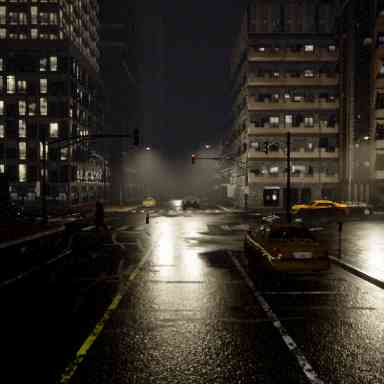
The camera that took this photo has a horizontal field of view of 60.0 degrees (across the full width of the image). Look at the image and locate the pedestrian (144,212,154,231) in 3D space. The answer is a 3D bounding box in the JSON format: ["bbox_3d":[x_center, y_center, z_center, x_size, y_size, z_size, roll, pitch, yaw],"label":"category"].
[{"bbox_3d":[-2.527,1.289,19.227,0.375,1.860,0.375,-1,1,0],"label":"pedestrian"}]

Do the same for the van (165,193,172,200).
[{"bbox_3d":[-6.512,1.325,93.465,1.690,1.788,3.998,-1,0,0],"label":"van"}]

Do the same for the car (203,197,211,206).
[{"bbox_3d":[2.214,1.539,53.957,2.008,1.369,4.403,-1,0,0],"label":"car"}]

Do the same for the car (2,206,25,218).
[{"bbox_3d":[-16.787,1.491,27.997,4.718,1.301,1.895,0,1,0],"label":"car"}]

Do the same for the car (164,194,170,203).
[{"bbox_3d":[-6.313,1.531,70.847,1.887,1.381,4.507,-1,0,0],"label":"car"}]

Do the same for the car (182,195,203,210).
[{"bbox_3d":[-0.155,1.342,42.328,2.097,1.767,4.553,0,0,-4],"label":"car"}]

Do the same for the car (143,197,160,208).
[{"bbox_3d":[-6.115,1.514,48.060,1.752,1.417,4.829,-1,0,0],"label":"car"}]

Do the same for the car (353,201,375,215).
[{"bbox_3d":[16.027,1.624,33.599,4.403,1.369,2.008,0,0,0],"label":"car"}]

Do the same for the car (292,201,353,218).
[{"bbox_3d":[11.854,1.559,31.028,5.008,1.535,1.882,0,1,0],"label":"car"}]

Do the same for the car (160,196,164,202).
[{"bbox_3d":[-6.166,1.554,53.884,1.947,1.339,4.313,-1,0,0],"label":"car"}]

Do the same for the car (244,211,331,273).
[{"bbox_3d":[2.720,1.522,10.520,1.752,1.417,4.829,-1,0,0],"label":"car"}]

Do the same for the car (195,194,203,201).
[{"bbox_3d":[1.919,1.424,87.883,1.967,1.590,4.097,-1,0,0],"label":"car"}]

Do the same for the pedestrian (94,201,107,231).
[{"bbox_3d":[-5.148,1.289,18.607,0.375,1.860,0.375,-1,1,0],"label":"pedestrian"}]
